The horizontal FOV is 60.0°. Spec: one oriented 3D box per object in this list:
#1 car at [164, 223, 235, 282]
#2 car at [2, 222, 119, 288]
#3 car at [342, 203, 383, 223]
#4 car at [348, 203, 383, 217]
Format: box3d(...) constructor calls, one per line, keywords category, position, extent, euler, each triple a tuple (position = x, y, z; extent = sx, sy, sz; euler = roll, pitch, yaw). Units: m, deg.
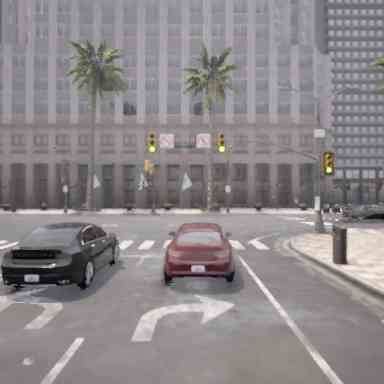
box3d(category="car", position=(0.248, 1.650, 10.036), extent=(1.812, 1.442, 4.674), euler=(0, -1, 3))
box3d(category="car", position=(-3.421, 1.623, 9.544), extent=(1.837, 1.490, 4.892), euler=(0, -1, 0))
box3d(category="car", position=(15.636, 1.846, 28.802), extent=(4.902, 1.511, 2.128), euler=(0, -1, 0))
box3d(category="car", position=(19.802, 1.934, 35.992), extent=(4.902, 1.511, 2.128), euler=(0, -1, 0))
